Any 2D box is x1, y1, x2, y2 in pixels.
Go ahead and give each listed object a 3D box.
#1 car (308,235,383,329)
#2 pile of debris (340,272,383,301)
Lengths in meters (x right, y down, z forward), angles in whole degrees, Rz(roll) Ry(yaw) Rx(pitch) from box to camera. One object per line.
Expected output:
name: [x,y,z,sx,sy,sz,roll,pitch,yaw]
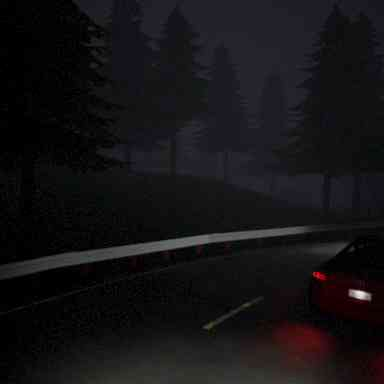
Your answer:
car: [4.008,1.567,6.621,1.994,1.385,4.181,1,1,44]
pile of debris: [4.580,2.184,7.627,1.860,0.140,1.500,0,0,-39]
